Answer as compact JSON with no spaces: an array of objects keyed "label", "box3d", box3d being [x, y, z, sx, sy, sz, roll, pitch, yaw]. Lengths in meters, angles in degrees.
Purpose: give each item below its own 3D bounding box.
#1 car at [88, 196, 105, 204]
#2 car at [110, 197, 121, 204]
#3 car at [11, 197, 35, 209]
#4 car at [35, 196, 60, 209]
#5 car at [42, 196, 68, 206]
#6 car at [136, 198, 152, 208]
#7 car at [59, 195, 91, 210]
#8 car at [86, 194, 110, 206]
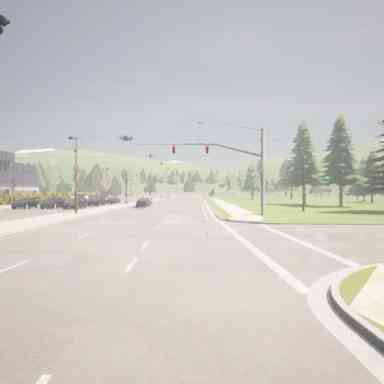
[{"label":"car","box3d":[-18.347,1.550,64.326,1.994,1.385,4.181,0,0,1]},{"label":"car","box3d":[-14.874,1.550,63.001,1.994,1.385,4.181,0,0,1]},{"label":"car","box3d":[-22.284,1.495,44.645,1.837,1.490,4.892,0,0,2]},{"label":"car","box3d":[-18.780,1.495,45.088,1.837,1.490,4.892,0,0,2]},{"label":"car","box3d":[-22.063,1.480,53.776,2.128,1.511,4.902,0,0,1]},{"label":"car","box3d":[-7.057,1.536,49.145,2.033,1.411,5.357,0,0,1]},{"label":"car","box3d":[-15.318,1.516,43.832,1.812,1.442,4.674,0,0,2]},{"label":"car","box3d":[-15.079,1.466,52.914,1.882,1.535,5.008,0,0,1]}]
